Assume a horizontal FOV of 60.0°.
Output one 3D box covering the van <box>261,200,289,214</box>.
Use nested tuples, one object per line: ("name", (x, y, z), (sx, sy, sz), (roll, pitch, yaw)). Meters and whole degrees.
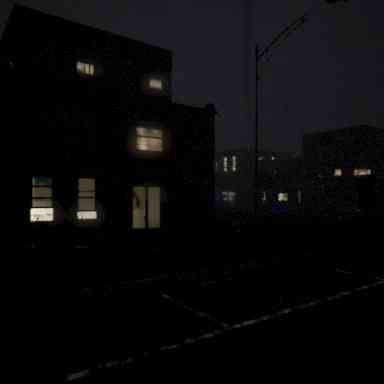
("van", (11.125, 2.042, 44.749), (1.690, 1.788, 3.998), (-1, 0, -36))

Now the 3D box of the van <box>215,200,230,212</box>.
("van", (4.447, 2.202, 53.887), (1.690, 1.788, 3.998), (-1, 0, -36))
